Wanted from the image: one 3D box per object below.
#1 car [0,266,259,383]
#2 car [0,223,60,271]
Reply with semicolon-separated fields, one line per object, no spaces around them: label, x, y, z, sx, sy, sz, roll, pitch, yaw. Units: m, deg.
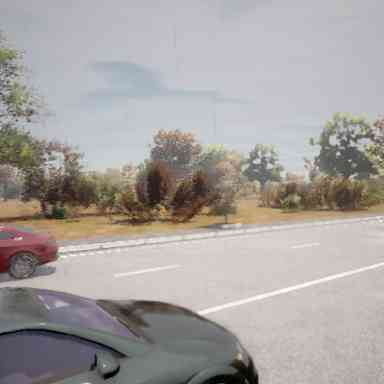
car;-1.409;1.562;2.740;4.181;1.385;1.994;0;0;-35
car;-5.861;1.525;8.424;4.674;1.442;1.812;0;0;-35
